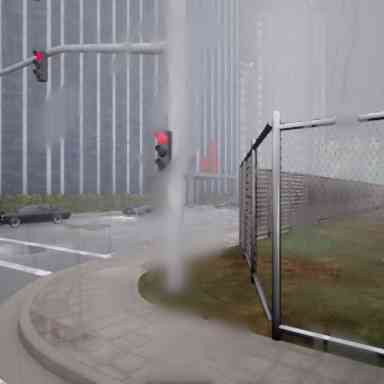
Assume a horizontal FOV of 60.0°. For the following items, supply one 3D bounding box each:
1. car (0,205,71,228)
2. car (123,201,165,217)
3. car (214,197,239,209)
[{"bbox_3d":[-10.612,1.543,22.065,1.895,1.301,4.718,0,0,36],"label":"car"},{"bbox_3d":[-4.366,1.507,30.759,1.994,1.385,4.181,0,0,36],"label":"car"},{"bbox_3d":[4.725,1.448,43.387,1.837,1.490,4.892,0,0,36],"label":"car"}]
